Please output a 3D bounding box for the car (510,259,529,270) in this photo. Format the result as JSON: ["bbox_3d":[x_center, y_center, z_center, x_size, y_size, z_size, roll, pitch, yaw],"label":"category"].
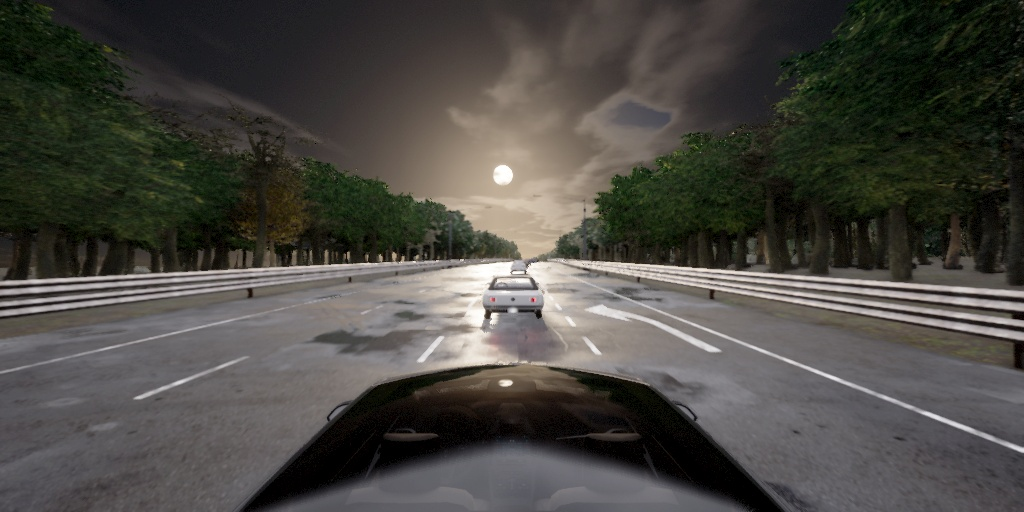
[{"bbox_3d":[0.799,1.319,42.408,1.812,1.442,4.674,0,0,2],"label":"car"}]

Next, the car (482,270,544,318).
[{"bbox_3d":[0.057,1.346,13.002,1.895,1.301,4.718,0,0,1],"label":"car"}]
